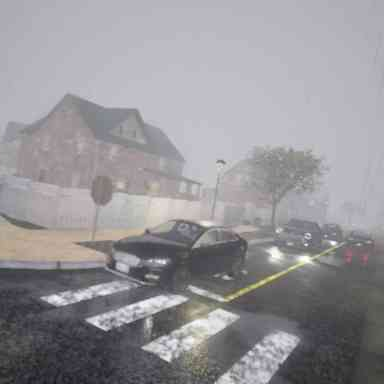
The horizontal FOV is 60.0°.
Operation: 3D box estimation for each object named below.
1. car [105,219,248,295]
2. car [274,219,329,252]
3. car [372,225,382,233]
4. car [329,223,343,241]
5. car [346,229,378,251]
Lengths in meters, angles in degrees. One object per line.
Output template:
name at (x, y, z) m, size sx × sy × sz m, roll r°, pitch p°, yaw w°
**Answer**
car at (-0.084, 1.534, 9.034) m, size 2.128 × 1.511 × 4.902 m, roll 9°, pitch 0°, yaw 34°
car at (6.603, 2.449, 20.201) m, size 2.097 × 1.767 × 4.553 m, roll 9°, pitch 0°, yaw 31°
car at (43.080, 8.532, 77.237) m, size 1.994 × 1.385 × 4.181 m, roll 9°, pitch 0°, yaw 31°
car at (13.126, 3.689, 31.429) m, size 2.033 × 1.411 × 5.357 m, roll 9°, pitch 0°, yaw 31°
car at (13.597, 3.818, 26.662) m, size 1.895 × 1.301 × 4.718 m, roll 9°, pitch 0°, yaw 31°
